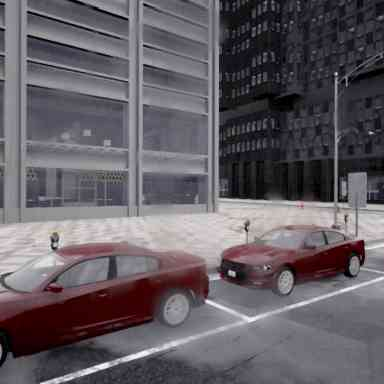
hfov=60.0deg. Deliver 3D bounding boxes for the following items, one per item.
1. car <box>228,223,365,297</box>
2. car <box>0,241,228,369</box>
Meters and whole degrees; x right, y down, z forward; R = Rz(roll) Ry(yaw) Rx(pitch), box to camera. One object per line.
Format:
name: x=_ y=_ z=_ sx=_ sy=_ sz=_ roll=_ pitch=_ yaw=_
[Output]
car: x=2.704 y=1.545 z=8.611 sx=4.507 sy=1.381 sz=1.887 roll=0 pitch=0 yaw=-36
car: x=-1.787 y=1.545 z=5.392 sx=4.507 sy=1.381 sz=1.887 roll=0 pitch=0 yaw=-36
